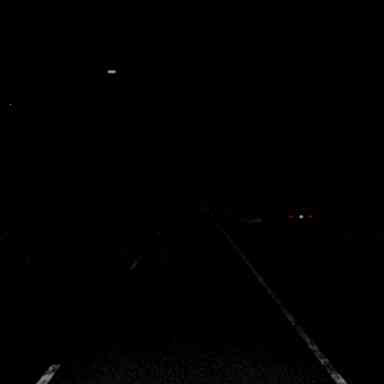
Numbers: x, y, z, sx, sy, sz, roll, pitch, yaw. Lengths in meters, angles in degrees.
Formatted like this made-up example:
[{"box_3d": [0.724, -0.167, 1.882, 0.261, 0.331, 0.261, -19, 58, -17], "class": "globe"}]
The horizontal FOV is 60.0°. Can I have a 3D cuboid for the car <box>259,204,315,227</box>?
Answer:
[{"box_3d": [6.101, 1.487, 22.029, 2.033, 1.411, 5.357, 0, 0, -7], "class": "car"}]
